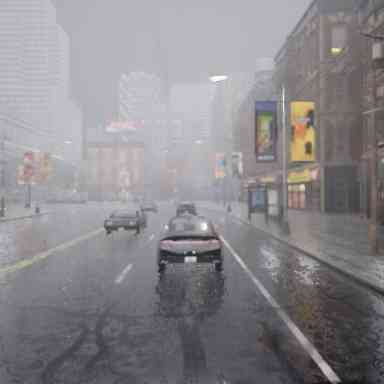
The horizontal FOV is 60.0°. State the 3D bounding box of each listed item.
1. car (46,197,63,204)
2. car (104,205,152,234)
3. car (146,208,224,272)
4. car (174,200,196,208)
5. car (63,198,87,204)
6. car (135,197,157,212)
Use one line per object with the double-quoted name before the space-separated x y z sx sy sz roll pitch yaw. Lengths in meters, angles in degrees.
"car" -30.644 1.907 74.962 4.674 1.452 2.002 0 0 19
"car" -3.743 1.669 19.657 1.895 1.301 4.718 0 0 -1
"car" -0.083 1.514 10.897 2.128 1.511 4.902 0 0 -1
"car" -0.688 1.573 32.800 1.837 1.490 4.892 0 0 -4
"car" -25.300 1.936 72.891 4.718 1.301 1.895 -1 0 29
"car" -5.458 1.686 40.395 1.994 1.385 4.181 0 0 -14
